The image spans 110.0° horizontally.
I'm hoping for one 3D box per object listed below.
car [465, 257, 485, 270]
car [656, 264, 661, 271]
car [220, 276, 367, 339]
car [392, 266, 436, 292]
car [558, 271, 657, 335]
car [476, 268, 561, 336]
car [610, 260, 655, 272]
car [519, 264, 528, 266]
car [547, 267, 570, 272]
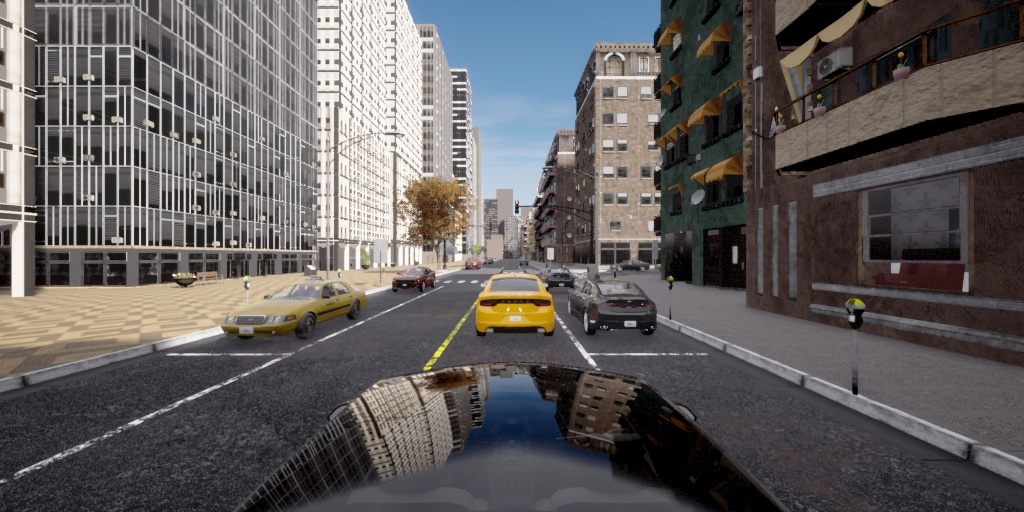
[{"bbox_3d":[-5.793,1.099,53.728,2.192,1.841,5.009,0,0,0],"label":"car"},{"bbox_3d":[18.755,1.006,40.859,4.829,1.417,1.751,0,0,-1],"label":"car"},{"bbox_3d":[-5.708,1.276,10.105,1.751,1.417,4.829,0,0,0],"label":"car"},{"bbox_3d":[-5.730,1.299,21.341,1.888,1.381,4.507,0,0,0],"label":"car"},{"bbox_3d":[2.672,1.301,10.291,2.007,1.370,4.403,0,0,0],"label":"car"},{"bbox_3d":[0.072,1.228,10.385,1.882,1.535,5.008,0,0,0],"label":"car"},{"bbox_3d":[13.358,1.109,40.794,4.403,1.370,2.007,0,0,-1],"label":"car"},{"bbox_3d":[0.063,1.355,20.664,1.895,1.301,4.718,0,0,0],"label":"car"},{"bbox_3d":[2.650,1.305,21.357,2.007,1.370,4.403,0,0,0],"label":"car"}]
